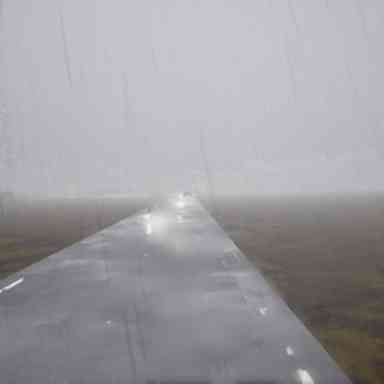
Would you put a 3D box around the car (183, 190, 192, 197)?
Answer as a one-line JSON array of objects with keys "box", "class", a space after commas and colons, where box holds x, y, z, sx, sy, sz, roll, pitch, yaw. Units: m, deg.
[{"box": [-1.046, 0.316, 75.370, 1.837, 1.490, 4.892, 0, 1, -1], "class": "car"}]

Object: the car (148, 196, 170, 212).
[{"box": [-3.194, 1.126, 32.532, 2.128, 1.511, 4.902, 0, 1, -1], "class": "car"}]
